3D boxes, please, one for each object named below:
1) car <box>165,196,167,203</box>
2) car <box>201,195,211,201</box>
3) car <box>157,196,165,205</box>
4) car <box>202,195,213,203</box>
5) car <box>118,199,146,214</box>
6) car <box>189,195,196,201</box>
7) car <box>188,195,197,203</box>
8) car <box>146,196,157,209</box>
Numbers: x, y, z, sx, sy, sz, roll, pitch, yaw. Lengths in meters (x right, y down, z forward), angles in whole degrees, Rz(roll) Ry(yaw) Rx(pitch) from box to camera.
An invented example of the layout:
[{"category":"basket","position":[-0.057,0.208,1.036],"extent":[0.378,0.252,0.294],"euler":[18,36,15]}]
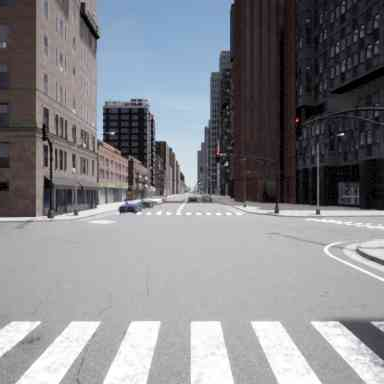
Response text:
[{"category":"car","position":[-6.395,1.481,70.237],"extent":[1.882,1.535,5.008],"euler":[0,0,0]},{"category":"car","position":[3.372,1.496,81.404],"extent":[2.128,1.511,4.902],"euler":[0,0,0]},{"category":"car","position":[-6.451,1.533,59.927],"extent":[1.812,1.442,4.674],"euler":[0,0,1]},{"category":"car","position":[3.357,1.529,70.984],"extent":[2.128,1.511,4.902],"euler":[0,0,0]},{"category":"car","position":[-6.534,1.606,35.557],"extent":[1.895,1.301,4.718],"euler":[0,0,0]},{"category":"car","position":[0.122,1.449,81.408],"extent":[1.882,1.535,5.008],"euler":[0,0,0]},{"category":"car","position":[0.107,1.482,70.989],"extent":[1.882,1.535,5.008],"euler":[0,0,0]},{"category":"car","position":[-6.502,1.608,46.911],"extent":[1.895,1.301,4.718],"euler":[0,0,0]}]
